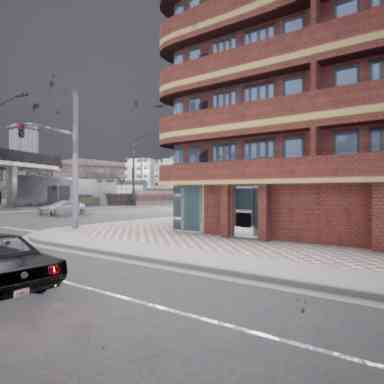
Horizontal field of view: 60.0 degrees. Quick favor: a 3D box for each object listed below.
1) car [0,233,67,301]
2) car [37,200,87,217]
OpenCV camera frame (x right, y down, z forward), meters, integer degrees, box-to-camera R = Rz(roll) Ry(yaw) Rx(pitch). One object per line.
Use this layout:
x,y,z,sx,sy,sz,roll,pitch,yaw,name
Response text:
-4.982,1.597,7.530,4.718,1.301,1.895,0,0,36,car
-12.061,1.523,31.130,1.812,1.442,4.674,0,0,34,car
